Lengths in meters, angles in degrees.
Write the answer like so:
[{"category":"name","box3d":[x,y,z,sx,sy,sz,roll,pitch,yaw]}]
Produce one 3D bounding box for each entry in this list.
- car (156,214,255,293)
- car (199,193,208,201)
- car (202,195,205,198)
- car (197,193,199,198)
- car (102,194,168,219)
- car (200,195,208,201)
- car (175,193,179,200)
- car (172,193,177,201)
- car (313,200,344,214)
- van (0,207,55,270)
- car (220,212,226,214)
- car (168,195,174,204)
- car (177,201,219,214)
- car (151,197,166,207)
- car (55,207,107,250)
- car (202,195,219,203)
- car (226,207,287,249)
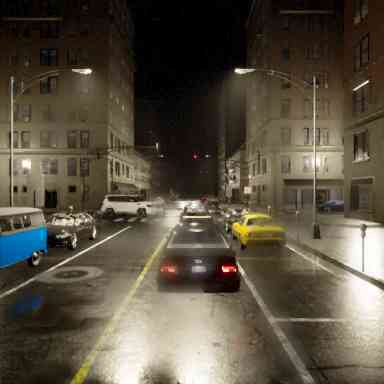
[{"category":"car","box3d":[0.136,1.547,8.970,2.033,1.411,5.357,0,0,0]},{"category":"car","box3d":[2.931,1.434,69.120,1.967,1.590,4.097,0,0,0]},{"category":"car","box3d":[2.858,1.579,52.074,1.802,1.307,4.206,0,0,0]},{"category":"car","box3d":[2.980,1.305,80.483,2.192,1.841,5.009,0,0,0]},{"category":"car","box3d":[-5.258,1.232,29.035,5.566,2.045,2.150,-1,-1,24]},{"category":"car","box3d":[3.004,1.554,86.165,1.947,1.339,4.313,0,0,0]},{"category":"car","box3d":[-5.021,1.428,86.194,1.967,1.590,4.097,0,0,0]},{"category":"car","box3d":[-5.069,1.542,74.832,2.008,1.369,4.403,0,0,0]},{"category":"car","box3d":[14.660,1.473,34.106,4.181,1.385,1.994,0,0,0]},{"category":"van","box3d":[-5.357,1.341,8.738,1.690,1.788,3.998,0,0,0]},{"category":"car","box3d":[2.720,1.550,19.517,2.008,1.369,4.403,0,0,0]},{"category":"car","box3d":[-5.118,1.561,63.470,1.947,1.339,4.313,0,0,0]},{"category":"car","box3d":[0.192,1.491,19.416,2.128,1.511,4.902,0,0,-2]},{"category":"car","box3d":[-5.168,1.523,51.938,1.752,1.417,4.829,0,0,0]},{"category":"car","box3d":[-5.332,1.550,14.145,2.008,1.369,4.403,0,0,0]},{"category":"car","box3d":[2.834,1.549,46.393,2.008,1.369,4.403,0,0,0]},{"category":"car","box3d":[2.703,1.525,14.281,1.752,1.417,4.829,0,0,0]}]
